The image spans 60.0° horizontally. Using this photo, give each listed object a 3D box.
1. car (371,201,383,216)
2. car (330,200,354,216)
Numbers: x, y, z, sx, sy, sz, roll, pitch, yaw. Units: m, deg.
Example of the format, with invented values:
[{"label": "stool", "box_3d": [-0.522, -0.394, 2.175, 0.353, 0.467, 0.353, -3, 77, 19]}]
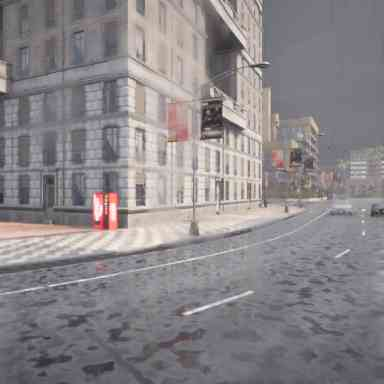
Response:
[{"label": "car", "box_3d": [18.024, 1.564, 31.397, 1.994, 1.385, 4.181, 0, 0, 27]}, {"label": "car", "box_3d": [14.817, 1.525, 32.812, 1.812, 1.442, 4.674, 0, 0, 27]}]
